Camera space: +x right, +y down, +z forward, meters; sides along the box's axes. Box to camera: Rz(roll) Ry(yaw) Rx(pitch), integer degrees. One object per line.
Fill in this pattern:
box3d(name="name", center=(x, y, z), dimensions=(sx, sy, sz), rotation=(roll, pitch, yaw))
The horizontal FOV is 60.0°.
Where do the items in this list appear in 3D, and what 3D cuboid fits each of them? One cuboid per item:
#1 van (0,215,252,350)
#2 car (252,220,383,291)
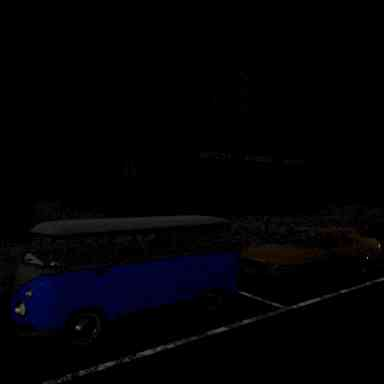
box3d(name="van", center=(-1.009, 1.342, 5.925), dimensions=(3.998, 1.788, 1.690), rotation=(0, 0, -35))
box3d(name="car", center=(3.287, 1.528, 8.973), dimensions=(4.829, 1.417, 1.752), rotation=(0, 0, -35))
